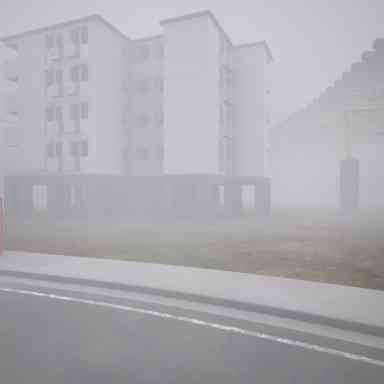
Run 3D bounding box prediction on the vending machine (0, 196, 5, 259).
[{"bbox_3d":[-6.995,1.195,10.984,0.880,2.100,1.100,0,0,21],"label":"vending machine"}]
